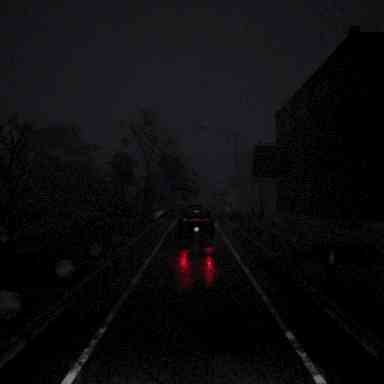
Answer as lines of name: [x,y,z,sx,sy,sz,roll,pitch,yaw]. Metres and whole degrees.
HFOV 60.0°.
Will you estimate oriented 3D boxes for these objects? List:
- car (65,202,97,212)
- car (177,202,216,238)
car: [-17.231,2.280,51.802,2.128,1.511,4.902,-2,-3,44]
car: [0.215,1.498,17.646,2.128,1.511,4.902,0,0,0]
